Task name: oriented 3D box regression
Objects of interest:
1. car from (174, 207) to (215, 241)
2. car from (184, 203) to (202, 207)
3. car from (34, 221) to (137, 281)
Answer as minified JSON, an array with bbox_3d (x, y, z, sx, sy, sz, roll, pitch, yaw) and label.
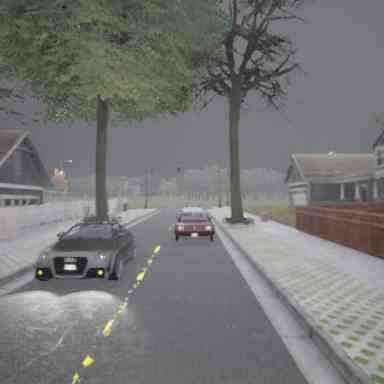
[{"bbox_3d":[0.095,1.654,17.086,1.895,1.301,4.718,0,0,-1],"label":"car"},{"bbox_3d":[0.095,1.789,34.173,1.895,1.301,4.718,0,-1,0],"label":"car"},{"bbox_3d":[-2.852,1.582,9.772,1.994,1.385,4.181,0,0,0],"label":"car"}]
